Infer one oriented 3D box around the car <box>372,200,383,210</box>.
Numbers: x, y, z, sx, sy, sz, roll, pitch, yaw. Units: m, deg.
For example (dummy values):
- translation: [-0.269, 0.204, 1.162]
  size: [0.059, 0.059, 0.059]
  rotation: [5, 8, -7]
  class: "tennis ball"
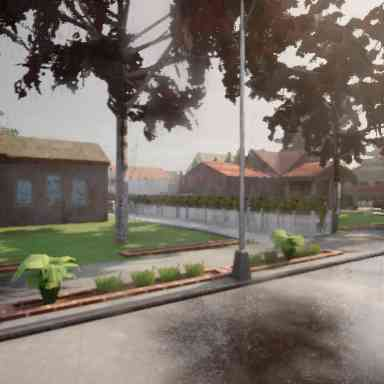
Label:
- translation: [22.696, 1.367, 36.213]
  size: [2.033, 1.415, 5.357]
  rotation: [0, 0, -36]
  class: "car"
